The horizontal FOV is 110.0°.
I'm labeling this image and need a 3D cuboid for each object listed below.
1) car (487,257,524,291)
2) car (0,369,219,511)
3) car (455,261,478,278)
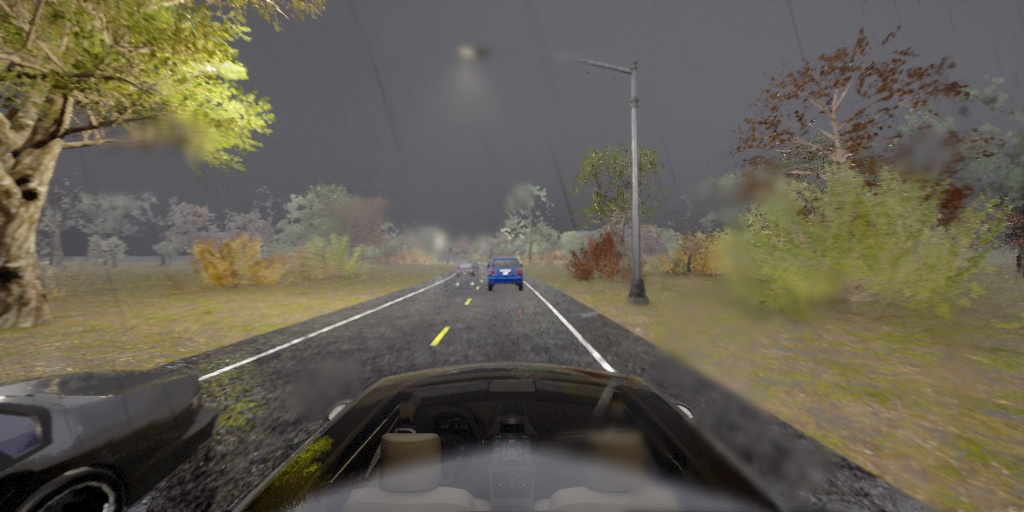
[{"bbox_3d":[-0.448,1.080,23.361,2.150,2.045,5.566,-1,0,-2],"label":"car"},{"bbox_3d":[-3.612,1.343,0.868,2.033,1.411,5.357,-1,0,0],"label":"car"},{"bbox_3d":[-4.939,1.504,38.671,1.812,1.442,4.674,-1,0,-4],"label":"car"}]
